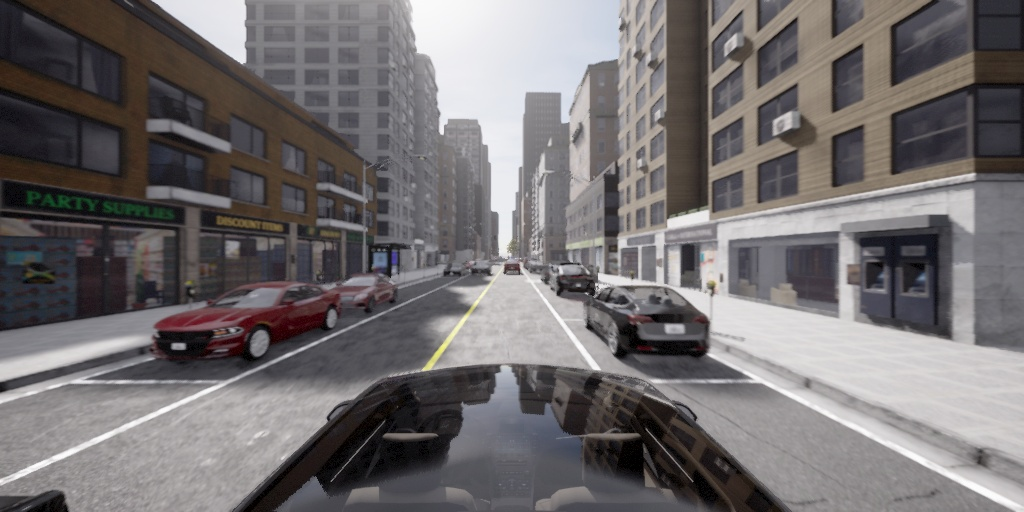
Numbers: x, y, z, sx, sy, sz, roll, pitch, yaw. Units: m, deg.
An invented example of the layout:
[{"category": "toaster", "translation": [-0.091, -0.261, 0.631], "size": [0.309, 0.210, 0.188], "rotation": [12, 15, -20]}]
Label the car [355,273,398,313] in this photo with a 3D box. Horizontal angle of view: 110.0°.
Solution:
[{"category": "car", "translation": [-5.675, 1.330, 13.871], "size": [1.802, 1.307, 4.207], "rotation": [0, 0, 0]}]

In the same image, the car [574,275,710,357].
[{"category": "car", "translation": [2.854, 1.315, 8.370], "size": [1.948, 1.339, 4.313], "rotation": [0, 0, 0]}]

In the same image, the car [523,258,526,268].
[{"category": "car", "translation": [2.831, 1.290, 47.035], "size": [2.007, 1.370, 4.403], "rotation": [0, 0, 0]}]

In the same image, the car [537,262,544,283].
[{"category": "car", "translation": [3.134, 1.270, 26.392], "size": [1.812, 1.442, 4.674], "rotation": [0, 0, 0]}]

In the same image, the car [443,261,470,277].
[{"category": "car", "translation": [-5.688, 1.308, 35.971], "size": [1.948, 1.339, 4.313], "rotation": [0, 0, 0]}]

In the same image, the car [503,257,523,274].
[{"category": "car", "translation": [0.034, 1.219, 41.821], "size": [1.882, 1.535, 5.008], "rotation": [0, -1, 0]}]

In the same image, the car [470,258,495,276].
[{"category": "car", "translation": [-3.112, 1.220, 36.945], "size": [1.882, 1.535, 5.008], "rotation": [0, 0, 0]}]

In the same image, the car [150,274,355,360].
[{"category": "car", "translation": [-5.672, 1.294, 8.346], "size": [1.888, 1.381, 4.507], "rotation": [0, 0, 0]}]

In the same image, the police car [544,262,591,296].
[{"category": "police car", "translation": [3.124, 1.171, 19.502], "size": [1.930, 1.638, 5.238], "rotation": [0, 0, 0]}]

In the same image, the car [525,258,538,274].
[{"category": "car", "translation": [2.834, 1.291, 41.512], "size": [2.007, 1.370, 4.403], "rotation": [0, 0, 0]}]
